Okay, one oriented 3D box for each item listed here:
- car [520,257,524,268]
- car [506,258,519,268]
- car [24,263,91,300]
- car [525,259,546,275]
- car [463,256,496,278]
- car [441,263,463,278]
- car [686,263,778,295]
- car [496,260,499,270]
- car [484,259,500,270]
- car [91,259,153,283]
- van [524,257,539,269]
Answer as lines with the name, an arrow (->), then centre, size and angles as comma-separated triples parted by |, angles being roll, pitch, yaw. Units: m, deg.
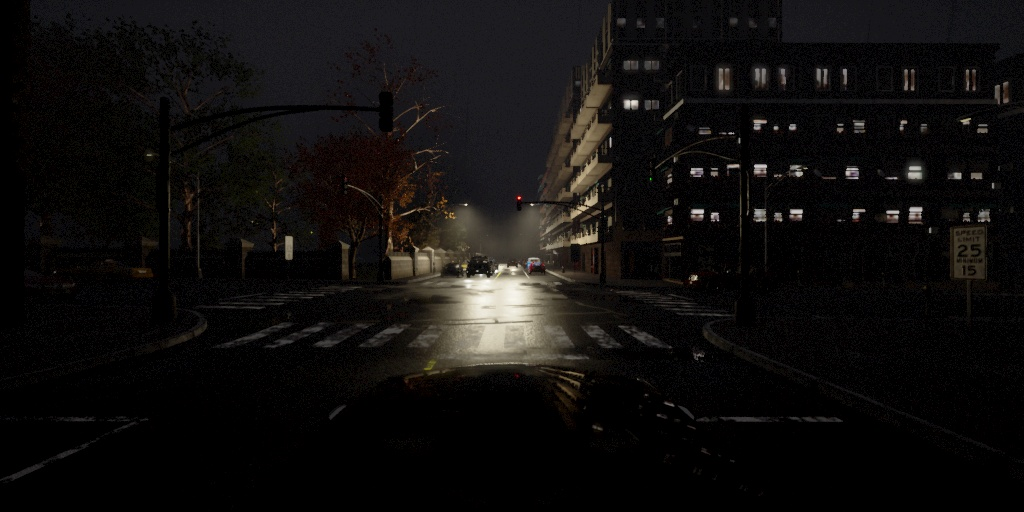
car -> 2.772, 1.230, 56.875 | 1.967, 1.591, 4.097 | 0, 0, 0
car -> 0.090, 1.304, 62.659 | 1.837, 1.490, 4.892 | 0, 0, 0
car -> -18.945, 1.007, 13.356 | 4.207, 1.307, 1.802 | 0, 0, 0
car -> 2.747, 1.314, 39.985 | 1.888, 1.381, 4.507 | 0, 0, 0
car -> -3.037, 0.986, 34.654 | 2.150, 2.045, 5.566 | 0, 0, 1
car -> -5.642, 1.330, 34.367 | 1.948, 1.339, 4.313 | 0, 0, 0
car -> 13.479, 1.353, 21.998 | 5.009, 1.841, 2.192 | 0, 0, 0
car -> -3.034, 1.322, 44.906 | 2.033, 1.411, 5.357 | 0, 0, 0
car -> -3.010, 1.279, 55.005 | 2.128, 1.511, 4.902 | 0, 0, 0
car -> -24.714, 0.882, 21.690 | 4.829, 1.417, 1.751 | 0, 0, 0
van -> 2.756, 1.116, 45.615 | 1.690, 1.789, 3.998 | 0, 0, 0
